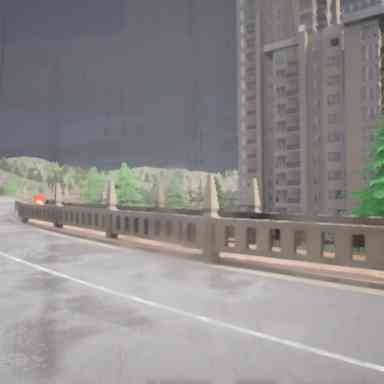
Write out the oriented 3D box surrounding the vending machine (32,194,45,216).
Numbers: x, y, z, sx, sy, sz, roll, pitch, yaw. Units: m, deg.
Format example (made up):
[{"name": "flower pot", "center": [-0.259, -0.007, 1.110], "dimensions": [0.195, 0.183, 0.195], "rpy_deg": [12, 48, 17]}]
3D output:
[{"name": "vending machine", "center": [-15.101, 1.247, 32.693], "dimensions": [1.100, 2.100, 0.880], "rpy_deg": [-1, 0, -30]}]
